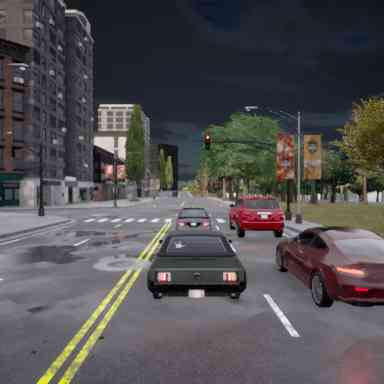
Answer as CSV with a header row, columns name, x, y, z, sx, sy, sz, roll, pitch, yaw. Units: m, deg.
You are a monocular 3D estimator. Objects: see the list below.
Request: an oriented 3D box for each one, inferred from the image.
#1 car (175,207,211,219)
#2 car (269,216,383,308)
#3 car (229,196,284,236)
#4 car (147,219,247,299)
name,x,y,z,sx,sy,sz,roll,pitch,yaw
car,0.072,1.543,17.983,2.033,1.411,5.357,0,0,0
car,3.341,1.524,7.787,1.812,1.442,4.674,0,0,0
car,3.321,1.218,17.942,2.150,2.045,5.566,0,0,0
car,0.087,1.599,8.390,1.895,1.301,4.718,0,0,0
